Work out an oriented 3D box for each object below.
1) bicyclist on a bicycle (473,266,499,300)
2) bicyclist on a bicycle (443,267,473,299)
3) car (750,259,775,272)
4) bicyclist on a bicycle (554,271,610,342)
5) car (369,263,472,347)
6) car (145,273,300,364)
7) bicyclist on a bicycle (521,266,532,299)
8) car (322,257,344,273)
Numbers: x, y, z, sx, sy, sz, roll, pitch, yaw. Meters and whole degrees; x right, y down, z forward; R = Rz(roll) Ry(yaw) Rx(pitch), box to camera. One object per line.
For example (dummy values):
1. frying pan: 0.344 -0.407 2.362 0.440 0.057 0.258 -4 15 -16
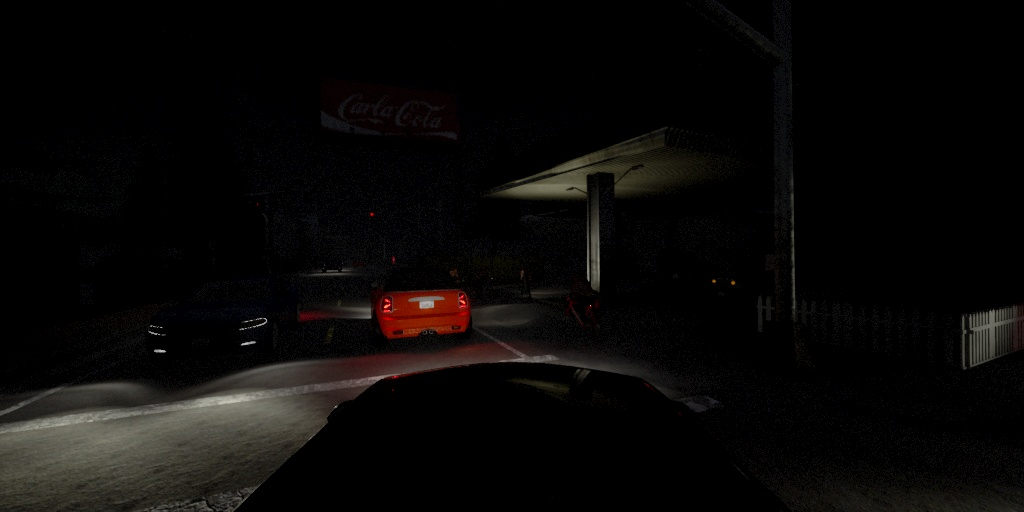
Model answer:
1. bicyclist on a bicycle: -1.400 1.331 17.785 1.656 1.620 0.582 0 0 -21
2. bicyclist on a bicycle: -2.701 1.304 16.397 1.656 1.620 0.582 1 0 37
3. car: 37.822 1.095 52.654 4.892 1.490 1.837 0 0 -24
4. bicyclist on a bicycle: 1.666 1.196 8.705 0.582 1.620 1.656 3 -2 -43
5. car: -2.586 1.048 9.470 2.097 1.767 4.553 0 0 -22
6. car: -6.294 1.204 8.383 1.882 1.535 5.008 0 0 -24
7. bicyclist on a bicycle: 0.708 1.322 17.910 0.582 1.620 1.656 -1 0 16
8. car: -23.929 1.146 47.732 2.150 2.045 5.566 0 0 -25
